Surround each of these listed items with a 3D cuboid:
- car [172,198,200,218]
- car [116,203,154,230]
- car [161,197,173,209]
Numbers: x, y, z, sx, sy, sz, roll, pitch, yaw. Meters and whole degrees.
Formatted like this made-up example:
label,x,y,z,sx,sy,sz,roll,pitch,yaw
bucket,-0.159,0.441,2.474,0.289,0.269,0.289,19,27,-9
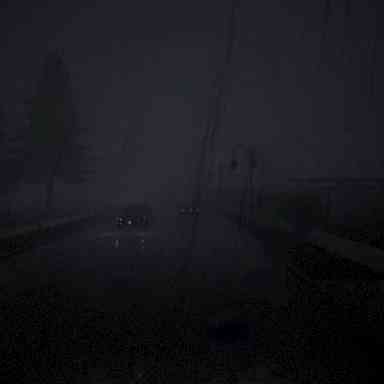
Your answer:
label,x,y,z,sx,sy,sz,roll,pitch,yaw
car,-0.395,1.517,29.800,2.033,1.411,5.357,0,0,-6
car,-3.498,1.495,21.166,1.837,1.490,4.892,0,0,0
car,-3.062,1.478,45.746,1.812,1.442,4.674,0,0,-14
